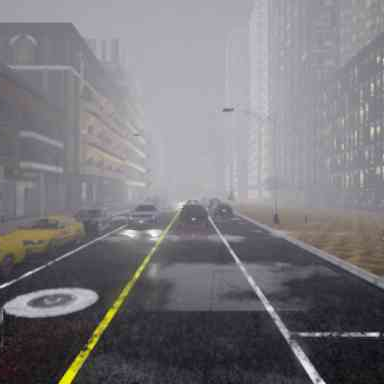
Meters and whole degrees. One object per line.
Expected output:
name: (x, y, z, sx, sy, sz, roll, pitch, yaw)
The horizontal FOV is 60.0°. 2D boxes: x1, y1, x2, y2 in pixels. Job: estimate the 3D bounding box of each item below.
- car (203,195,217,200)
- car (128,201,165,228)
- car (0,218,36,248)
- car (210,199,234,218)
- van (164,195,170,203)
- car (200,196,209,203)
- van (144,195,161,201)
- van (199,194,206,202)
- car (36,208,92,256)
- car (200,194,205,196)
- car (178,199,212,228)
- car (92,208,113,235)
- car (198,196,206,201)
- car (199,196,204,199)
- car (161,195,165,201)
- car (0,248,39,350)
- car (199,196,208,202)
car: (2.697, 1.490, 40.974, 1.967, 1.590, 4.097, 0, 0, 0)
car: (-3.092, 1.547, 22.481, 1.812, 1.442, 4.674, 0, 0, 0)
car: (-5.685, 1.532, 7.668, 1.752, 1.417, 4.829, 0, 0, 0)
car: (2.696, 1.598, 29.928, 1.947, 1.339, 4.313, 0, 0, 0)
van: (-5.682, 1.432, 63.066, 1.690, 1.788, 3.998, 0, 0, 0)
car: (2.699, 1.682, 74.111, 1.947, 1.339, 4.313, 0, 0, 0)
van: (-5.683, 1.401, 46.499, 1.690, 1.788, 3.998, 0, 0, 0)
van: (2.700, 1.485, 85.158, 1.690, 1.788, 3.998, 0, 0, 0)
car: (-5.686, 1.536, 13.191, 1.752, 1.417, 4.829, 0, 0, 0)
car: (2.699, 1.531, 63.065, 1.967, 1.590, 4.097, 0, 0, 0)
car: (0.101, 1.499, 22.651, 1.882, 1.535, 5.008, 0, 0, 0)
car: (-5.686, 1.583, 18.883, 1.947, 1.339, 4.313, 0, 0, 0)
car: (2.700, 1.710, 90.679, 2.008, 1.369, 4.403, 0, 0, 0)
car: (0.104, 1.597, 40.539, 2.033, 1.411, 5.357, 0, 0, 0)
car: (-5.683, 1.614, 52.021, 1.887, 1.381, 4.507, 0, 0, 0)
car: (-3.068, 1.494, 1.801, 2.128, 1.511, 4.902, 0, 0, 0)
car: (2.700, 1.674, 79.634, 1.887, 1.381, 4.507, 0, 0, 0)
